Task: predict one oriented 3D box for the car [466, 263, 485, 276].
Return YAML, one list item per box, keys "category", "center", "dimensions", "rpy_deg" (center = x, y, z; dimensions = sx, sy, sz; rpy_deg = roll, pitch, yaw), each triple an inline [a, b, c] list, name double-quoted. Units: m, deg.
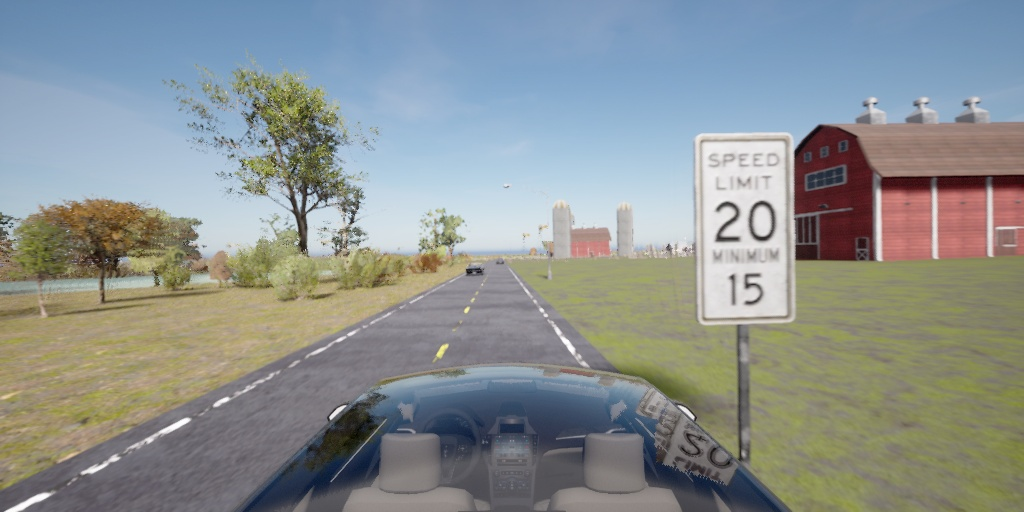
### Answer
- category: "car"
  center: [-3.948, 1.411, 38.838]
  dimensions: [1.895, 1.301, 4.718]
  rpy_deg: [-1, 0, -2]
